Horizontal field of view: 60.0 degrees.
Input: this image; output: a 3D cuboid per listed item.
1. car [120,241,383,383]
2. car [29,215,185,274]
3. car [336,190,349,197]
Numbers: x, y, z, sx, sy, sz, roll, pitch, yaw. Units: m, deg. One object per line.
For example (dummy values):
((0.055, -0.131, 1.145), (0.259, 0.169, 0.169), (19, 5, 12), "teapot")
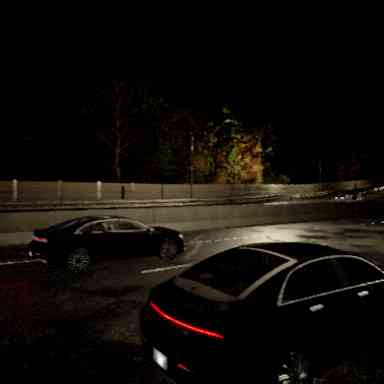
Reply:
((1.640, 1.505, 4.916), (4.892, 1.490, 1.837), (0, 0, -36), "car")
((-2.468, 1.492, 10.583), (4.902, 1.511, 2.128), (0, 0, -36), "car")
((38.999, 0.596, 87.088), (1.812, 1.442, 4.674), (0, 1, 32), "car")
